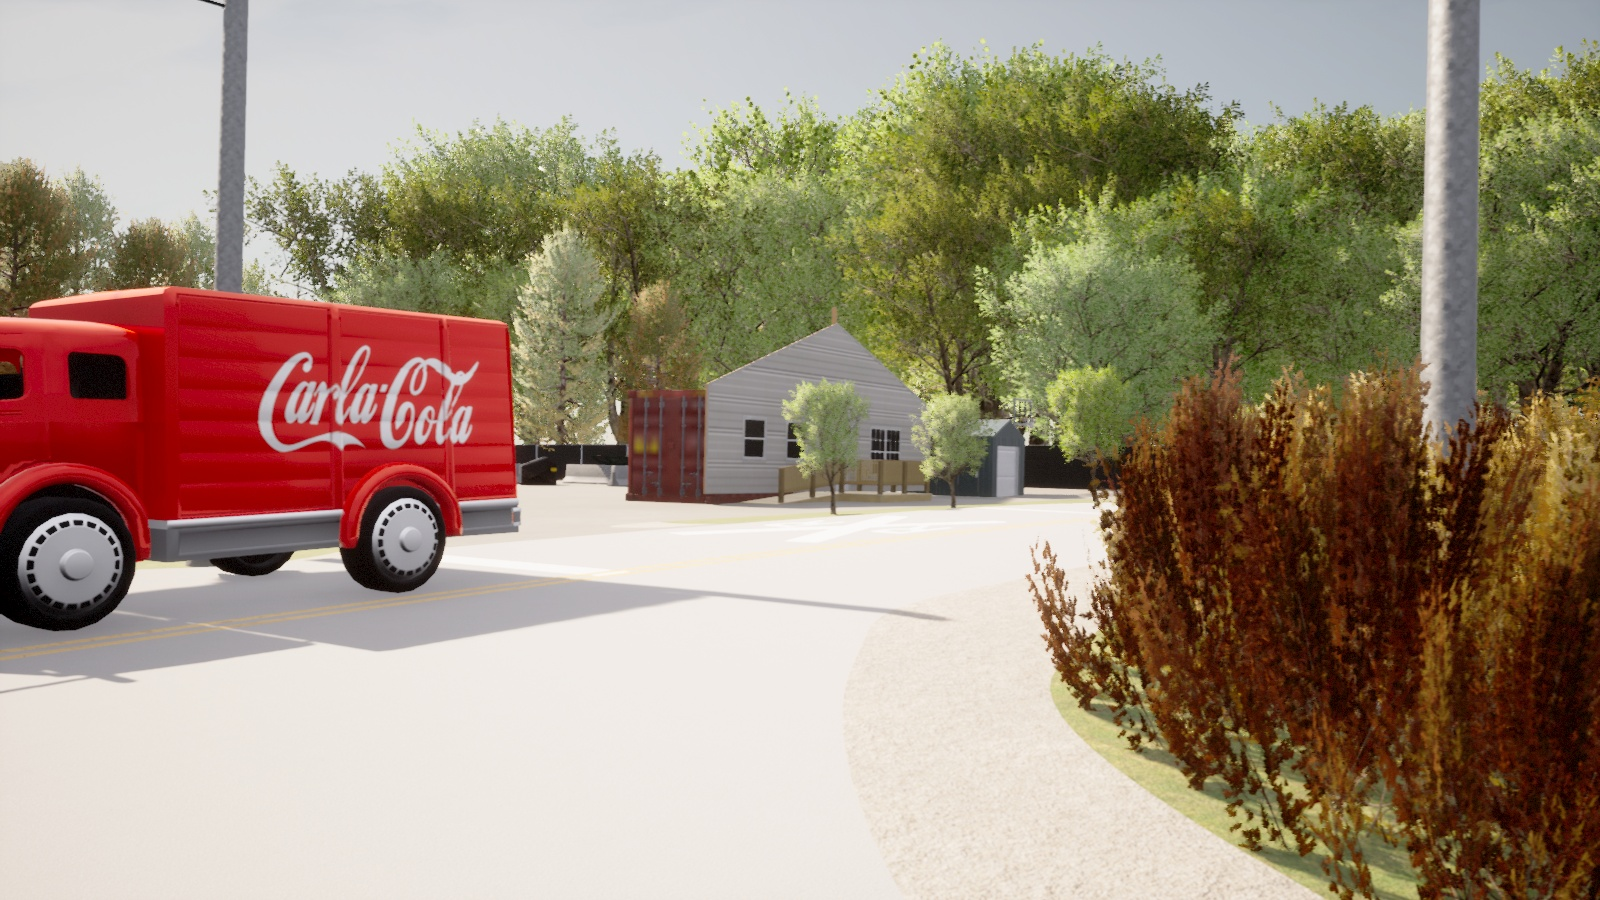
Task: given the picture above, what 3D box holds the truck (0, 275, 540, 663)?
[{"bbox_3d":[-5.025,0.078,10.449,2.627,2.467,5.204,0,1,34],"label":"truck"}]
